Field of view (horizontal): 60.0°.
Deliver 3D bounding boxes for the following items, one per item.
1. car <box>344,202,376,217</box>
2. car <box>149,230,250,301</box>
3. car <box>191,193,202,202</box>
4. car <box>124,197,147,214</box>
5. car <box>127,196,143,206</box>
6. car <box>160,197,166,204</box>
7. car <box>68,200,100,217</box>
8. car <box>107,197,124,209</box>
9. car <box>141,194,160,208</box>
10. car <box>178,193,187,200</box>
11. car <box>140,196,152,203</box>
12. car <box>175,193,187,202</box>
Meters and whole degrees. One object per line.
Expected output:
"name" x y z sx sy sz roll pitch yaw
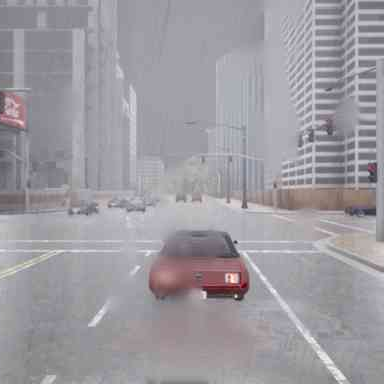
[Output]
"car" 16.547 1.601 30.443 4.718 1.301 1.895 0 0 1
"car" 0.216 1.601 8.322 1.895 1.301 4.718 0 0 2
"car" 1.048 1.216 73.394 2.150 2.045 5.566 0 0 1
"car" -6.023 1.525 35.902 1.812 1.442 4.674 0 0 -7
"car" -9.757 1.526 57.500 1.812 1.442 4.674 0 0 1
"car" -6.144 1.601 63.629 1.895 1.301 4.718 0 0 1
"car" -10.161 1.493 31.542 2.128 1.511 4.902 0 0 1
"car" -9.966 1.491 44.709 2.128 1.511 4.902 0 0 1
"car" -6.406 1.491 48.670 2.128 1.511 4.902 0 0 1
"car" -2.297 1.184 84.085 2.097 1.767 4.553 0 0 1
"car" -9.521 1.525 68.746 1.812 1.442 4.674 0 0 1
"car" -2.452 1.216 73.445 2.150 2.045 5.566 0 0 1
